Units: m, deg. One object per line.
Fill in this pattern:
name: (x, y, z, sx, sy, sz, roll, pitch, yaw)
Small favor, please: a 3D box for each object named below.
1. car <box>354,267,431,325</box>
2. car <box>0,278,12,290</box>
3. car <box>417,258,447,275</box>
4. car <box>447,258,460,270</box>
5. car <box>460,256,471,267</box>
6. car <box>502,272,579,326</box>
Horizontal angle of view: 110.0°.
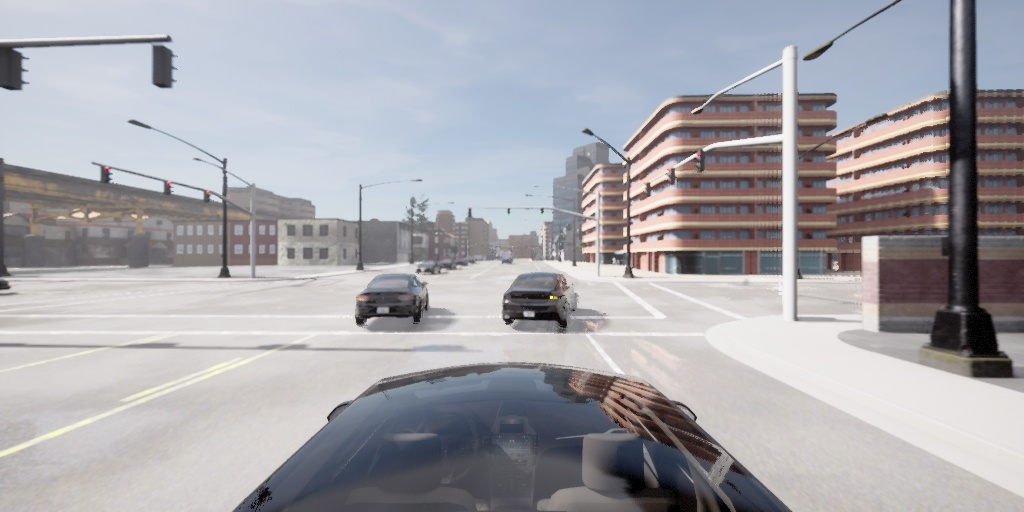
car: (-3.835, 1.279, 11.846, 1.812, 1.442, 4.674, 0, 0, -10)
car: (-28.683, 1.290, 17.872, 5.357, 1.411, 2.033, 0, 0, 0)
car: (-8.932, 1.171, 38.789, 2.128, 1.511, 4.902, 0, 1, 2)
car: (-8.655, 1.042, 48.235, 1.882, 1.535, 5.008, 0, 1, 2)
car: (-8.328, 1.013, 58.153, 1.895, 1.301, 4.718, 0, 1, 2)
car: (1.046, 1.269, 11.809, 1.837, 1.490, 4.892, -1, 0, 14)
